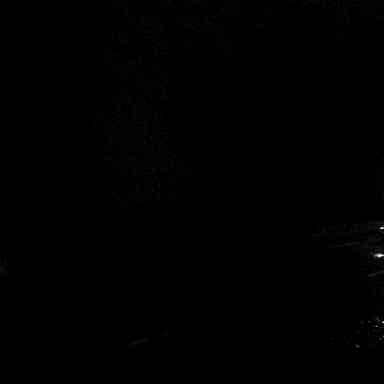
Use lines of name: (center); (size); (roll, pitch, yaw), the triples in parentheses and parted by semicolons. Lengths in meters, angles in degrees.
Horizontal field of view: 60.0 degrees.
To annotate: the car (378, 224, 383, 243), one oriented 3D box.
car: (10.291, 1.542, 15.022); (4.674, 1.442, 1.812); (0, 0, -35)
